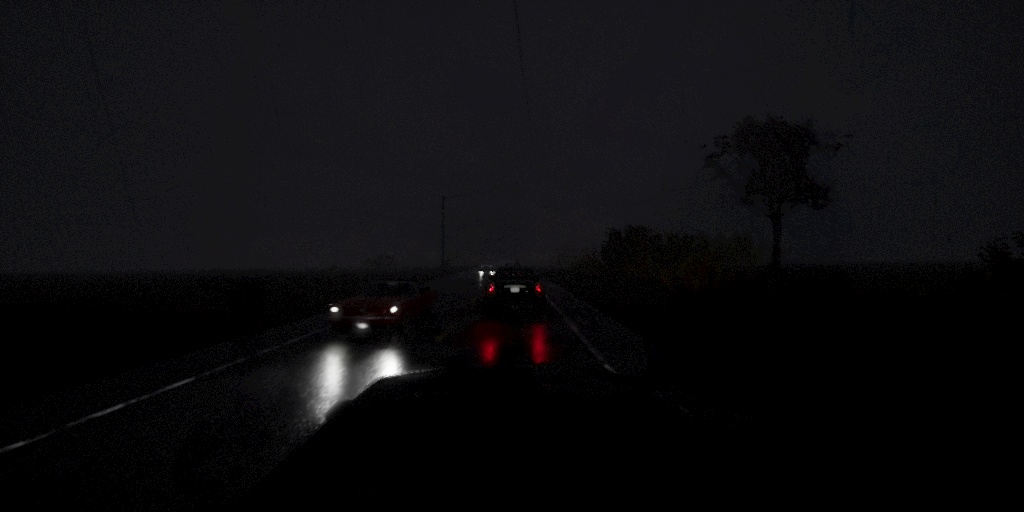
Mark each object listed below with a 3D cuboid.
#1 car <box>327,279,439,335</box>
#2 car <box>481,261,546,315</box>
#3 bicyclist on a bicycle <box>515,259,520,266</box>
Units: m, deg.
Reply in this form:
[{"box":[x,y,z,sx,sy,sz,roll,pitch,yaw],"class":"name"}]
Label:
[{"box":[-3.597,1.393,10.869,1.895,1.301,4.718,0,0,0],"class":"car"},{"box":[0.103,1.157,14.035,2.097,1.767,4.553,0,0,0],"class":"car"},{"box":[0.974,1.418,62.867,0.866,1.612,1.509,0,0,1],"class":"bicyclist on a bicycle"}]
